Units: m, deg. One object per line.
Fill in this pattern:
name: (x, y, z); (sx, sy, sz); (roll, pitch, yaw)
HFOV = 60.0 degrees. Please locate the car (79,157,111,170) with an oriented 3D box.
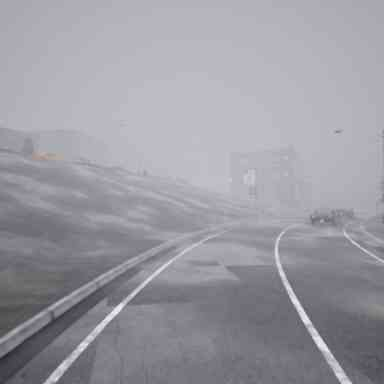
car: (-12.524, -3.166, 40.148); (2.185, 1.767, 4.553); (-1, -3, 26)

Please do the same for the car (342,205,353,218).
car: (17.818, 2.287, 39.179); (1.812, 1.442, 4.674); (-1, -2, 31)

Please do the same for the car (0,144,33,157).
car: (-17.491, -3.600, 30.262); (2.002, 1.452, 4.674); (-1, -3, 28)

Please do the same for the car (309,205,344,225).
car: (11.088, 1.990, 27.535); (1.895, 1.301, 4.718); (-1, -2, 29)

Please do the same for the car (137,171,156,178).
car: (-7.926, -2.387, 50.385); (2.002, 1.452, 4.674); (0, -3, 24)

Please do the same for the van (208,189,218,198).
van: (5.930, 0.409, 92.495); (1.878, 1.987, 4.442); (0, -5, 14)

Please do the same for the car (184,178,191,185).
car: (-1.914, -1.698, 65.916); (2.435, 2.045, 5.566); (0, -4, 20)

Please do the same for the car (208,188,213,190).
car: (3.060, -0.233, 81.675); (2.002, 1.452, 4.674); (0, -4, 16)

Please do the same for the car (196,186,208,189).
car: (1.498, -0.647, 76.374); (2.002, 1.452, 4.674); (0, -4, 17)

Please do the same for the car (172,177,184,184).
car: (-3.836, -1.924, 60.649); (2.185, 1.767, 4.553); (0, -3, 21)

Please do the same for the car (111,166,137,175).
car: (-10.134, -2.699, 45.336); (2.163, 1.488, 4.792); (-1, -3, 25)

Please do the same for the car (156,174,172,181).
car: (-5.864, -2.127, 55.392); (2.231, 1.521, 4.892); (0, -3, 22)

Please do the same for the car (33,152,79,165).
car: (-14.950, -3.340, 35.187); (2.097, 1.535, 5.008); (-1, -3, 27)

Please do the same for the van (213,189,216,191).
van: (4.583, -0.050, 87.142); (1.878, 1.987, 4.442); (0, -4, 16)
